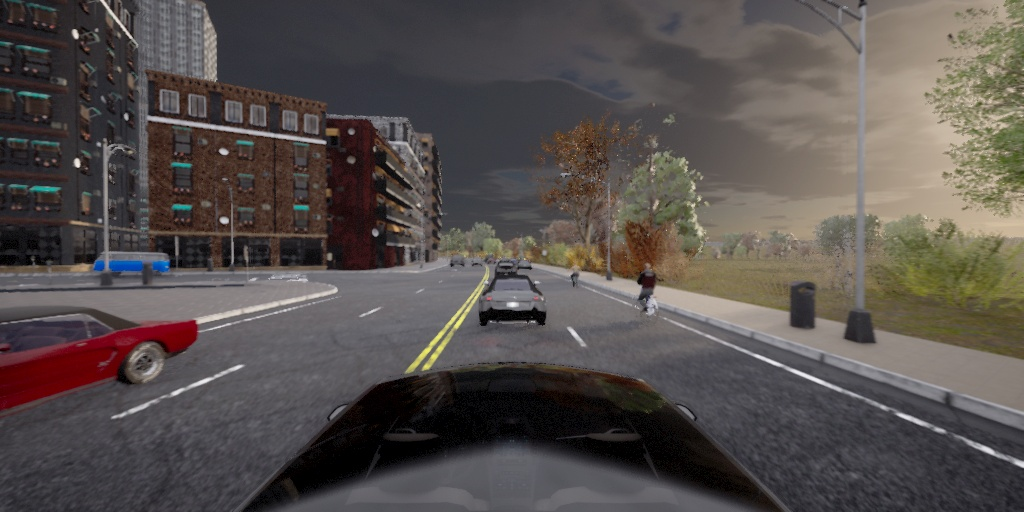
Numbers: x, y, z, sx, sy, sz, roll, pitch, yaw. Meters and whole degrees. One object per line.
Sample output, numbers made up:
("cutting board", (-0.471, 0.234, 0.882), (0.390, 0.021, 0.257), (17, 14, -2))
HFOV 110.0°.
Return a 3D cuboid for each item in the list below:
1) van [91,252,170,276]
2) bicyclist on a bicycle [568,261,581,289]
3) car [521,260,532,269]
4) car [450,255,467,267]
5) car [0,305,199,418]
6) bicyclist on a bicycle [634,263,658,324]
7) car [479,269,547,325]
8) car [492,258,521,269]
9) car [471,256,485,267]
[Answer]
("van", (-28.193, 0.601, 26.708), (3.998, 1.789, 1.690), (0, 0, -31))
("bicyclist on a bicycle", (3.789, 1.131, 21.583), (0.866, 1.612, 1.509), (0, 0, -1))
("car", (1.586, 1.178, 50.035), (1.994, 1.385, 4.181), (0, 0, -4))
("car", (-9.061, 0.819, 59.664), (2.150, 2.045, 5.566), (0, 0, -4))
("car", (-6.612, 1.349, 4.244), (1.895, 1.301, 4.718), (0, 0, 0))
("bicyclist on a bicycle", (4.053, 1.094, 10.958), (0.659, 1.776, 1.843), (0, 0, -1))
("car", (-0.010, 1.288, 11.770), (1.994, 1.385, 4.181), (0, 0, -1))
("car", (-0.536, 1.181, 30.074), (1.837, 1.490, 4.892), (0, 0, -2))
("car", (-5.845, 1.096, 60.107), (1.837, 1.490, 4.892), (0, 0, -4))
